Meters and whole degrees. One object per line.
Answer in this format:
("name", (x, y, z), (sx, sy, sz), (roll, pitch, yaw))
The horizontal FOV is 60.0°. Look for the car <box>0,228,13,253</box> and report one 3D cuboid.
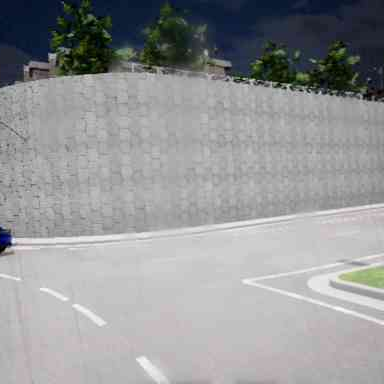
("car", (-10.207, 2.047, 14.627), (5.008, 1.535, 1.882), (-3, 0, 24))
